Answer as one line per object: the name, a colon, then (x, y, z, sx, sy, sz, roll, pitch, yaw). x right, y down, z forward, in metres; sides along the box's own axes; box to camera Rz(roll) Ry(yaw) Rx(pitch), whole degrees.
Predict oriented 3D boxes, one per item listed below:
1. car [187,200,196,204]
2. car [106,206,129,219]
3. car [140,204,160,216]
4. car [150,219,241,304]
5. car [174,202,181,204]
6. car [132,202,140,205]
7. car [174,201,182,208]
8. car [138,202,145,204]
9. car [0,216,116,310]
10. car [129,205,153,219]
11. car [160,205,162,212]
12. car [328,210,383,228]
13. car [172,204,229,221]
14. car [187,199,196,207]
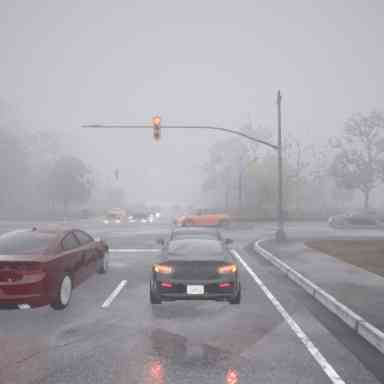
car: (-0.099, 3.293, 77.203, 1.994, 1.385, 4.181, 0, 0, 0)
car: (-10.657, 3.025, 46.969, 1.882, 1.535, 5.008, 0, -2, 0)
car: (-7.157, 3.247, 56.573, 2.128, 1.511, 4.902, 0, -1, 0)
car: (0.070, 1.605, 8.191, 1.812, 1.442, 4.674, 0, -1, 0)
car: (-3.598, 3.345, 76.904, 1.895, 1.301, 4.718, 0, 0, 0)
car: (-10.655, 3.097, 55.829, 2.097, 1.767, 4.553, 0, -1, 0)
car: (-3.712, 3.214, 86.815, 1.812, 1.442, 4.674, 0, 0, -3)
car: (-10.607, 3.030, 66.489, 2.150, 2.045, 5.566, 0, 0, 0)
car: (-3.427, 1.555, 8.048, 1.882, 1.535, 5.008, 0, -1, 0)
car: (-7.147, 3.029, 47.103, 1.882, 1.535, 5.008, 0, -2, 1)
car: (-7.107, 3.300, 66.630, 2.128, 1.511, 4.902, 0, 0, 1)
car: (14.266, 2.302, 28.666, 4.902, 1.511, 2.128, 0, -2, -2)
car: (0.656, 2.071, 26.562, 4.553, 1.767, 2.097, 1, -2, -22)
car: (-0.204, 2.881, 86.937, 2.097, 1.767, 4.553, 0, 0, -3)
